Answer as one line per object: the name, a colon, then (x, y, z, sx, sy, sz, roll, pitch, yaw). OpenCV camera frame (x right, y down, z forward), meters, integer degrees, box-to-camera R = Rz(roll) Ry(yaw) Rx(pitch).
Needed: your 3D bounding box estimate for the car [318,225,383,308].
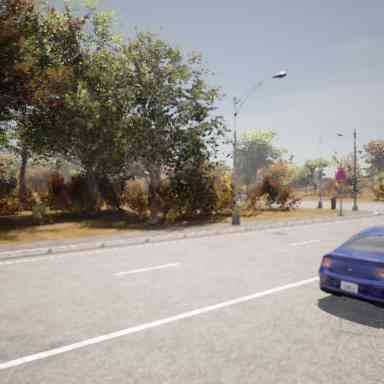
car: (4.551, 1.415, 7.016, 4.674, 1.442, 1.812, -1, 1, -36)

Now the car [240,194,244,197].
car: (8.205, 0.982, 54.307, 1.994, 1.385, 4.181, -1, 1, -32)
